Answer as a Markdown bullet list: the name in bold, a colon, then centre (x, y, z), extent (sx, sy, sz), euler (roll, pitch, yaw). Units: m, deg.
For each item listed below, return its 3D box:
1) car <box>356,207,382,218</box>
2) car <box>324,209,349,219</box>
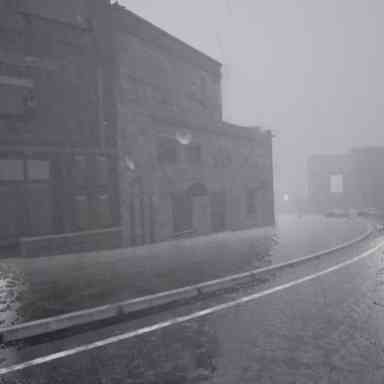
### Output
- **car**: centre (25.400, 2.936, 48.080), extent (2.128, 1.511, 4.902), euler (-3, -3, 3)
- **car**: centre (21.650, 3.236, 49.874), extent (2.033, 1.411, 5.357), euler (-3, -4, 0)
